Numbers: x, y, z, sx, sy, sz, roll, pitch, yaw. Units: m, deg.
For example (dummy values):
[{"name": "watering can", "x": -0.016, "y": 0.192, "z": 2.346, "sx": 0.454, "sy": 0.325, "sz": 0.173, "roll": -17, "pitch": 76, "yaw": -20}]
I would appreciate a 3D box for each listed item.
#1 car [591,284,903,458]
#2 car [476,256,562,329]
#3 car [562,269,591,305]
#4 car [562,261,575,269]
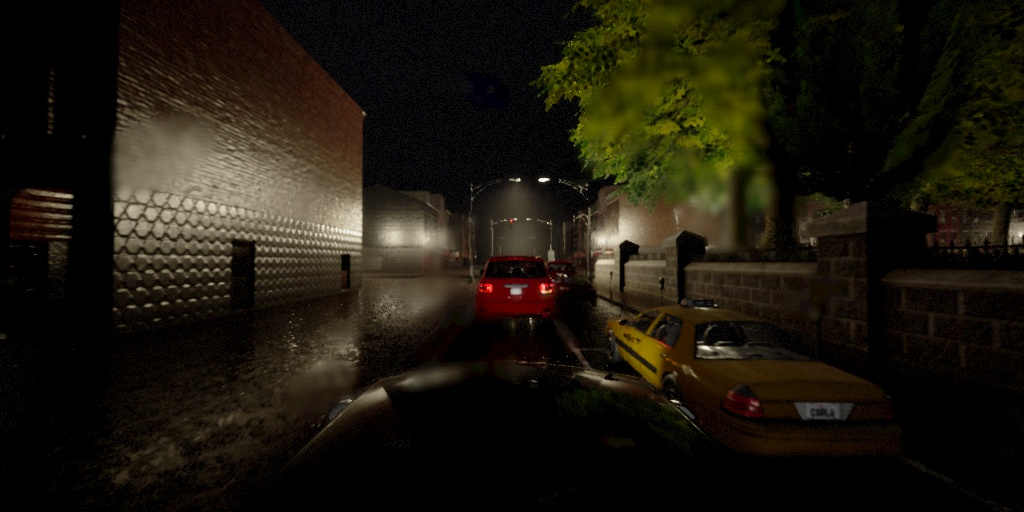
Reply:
[{"name": "car", "x": 2.642, "y": 1.298, "z": 5.355, "sx": 1.751, "sy": 1.417, "sz": 4.829, "roll": 0, "pitch": 0, "yaw": 0}, {"name": "car", "x": 0.112, "y": 1.033, "z": 11.687, "sx": 2.150, "sy": 2.045, "sz": 5.566, "roll": 0, "pitch": -1, "yaw": 0}, {"name": "car", "x": 2.656, "y": 1.430, "z": 16.083, "sx": 1.802, "sy": 1.307, "sz": 4.207, "roll": 0, "pitch": 0, "yaw": 0}, {"name": "car", "x": 2.664, "y": 1.203, "z": 21.532, "sx": 2.192, "sy": 1.841, "sz": 5.009, "roll": 0, "pitch": 0, "yaw": 0}]
